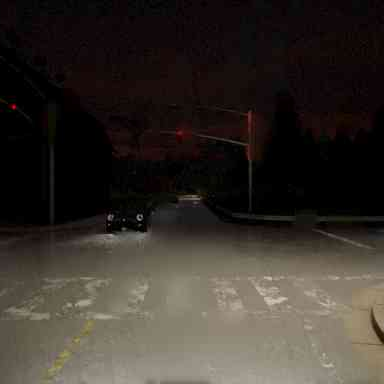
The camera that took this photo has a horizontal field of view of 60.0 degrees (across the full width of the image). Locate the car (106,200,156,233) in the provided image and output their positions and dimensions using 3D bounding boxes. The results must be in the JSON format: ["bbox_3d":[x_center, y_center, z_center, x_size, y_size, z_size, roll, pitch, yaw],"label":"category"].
[{"bbox_3d":[-3.563,1.346,19.635,2.097,1.767,4.553,0,0,0],"label":"car"}]

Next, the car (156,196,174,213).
[{"bbox_3d":[-3.527,1.547,37.614,2.033,1.411,5.357,0,0,0],"label":"car"}]

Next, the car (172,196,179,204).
[{"bbox_3d":[-3.420,1.506,61.626,1.837,1.490,4.892,0,0,1],"label":"car"}]
